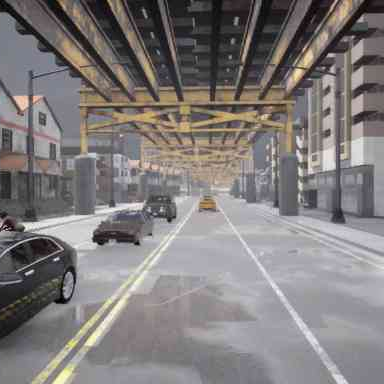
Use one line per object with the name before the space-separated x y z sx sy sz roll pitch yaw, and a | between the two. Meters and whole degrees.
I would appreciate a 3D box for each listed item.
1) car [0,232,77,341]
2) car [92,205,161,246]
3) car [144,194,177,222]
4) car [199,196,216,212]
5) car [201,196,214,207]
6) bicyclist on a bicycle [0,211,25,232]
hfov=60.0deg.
car | -3.473 1.505 5.412 1.837 1.490 4.892 0 0 2
car | -2.977 1.547 15.698 2.033 1.411 5.357 0 0 3
car | -2.464 1.204 26.228 2.150 2.045 5.566 0 0 3
car | 1.772 1.391 38.194 1.882 1.535 5.008 0 0 3
car | 2.237 1.316 48.590 1.837 1.490 4.892 0 1 3
bicyclist on a bicycle | -5.967 1.455 10.878 1.656 1.620 0.582 -2 0 3
